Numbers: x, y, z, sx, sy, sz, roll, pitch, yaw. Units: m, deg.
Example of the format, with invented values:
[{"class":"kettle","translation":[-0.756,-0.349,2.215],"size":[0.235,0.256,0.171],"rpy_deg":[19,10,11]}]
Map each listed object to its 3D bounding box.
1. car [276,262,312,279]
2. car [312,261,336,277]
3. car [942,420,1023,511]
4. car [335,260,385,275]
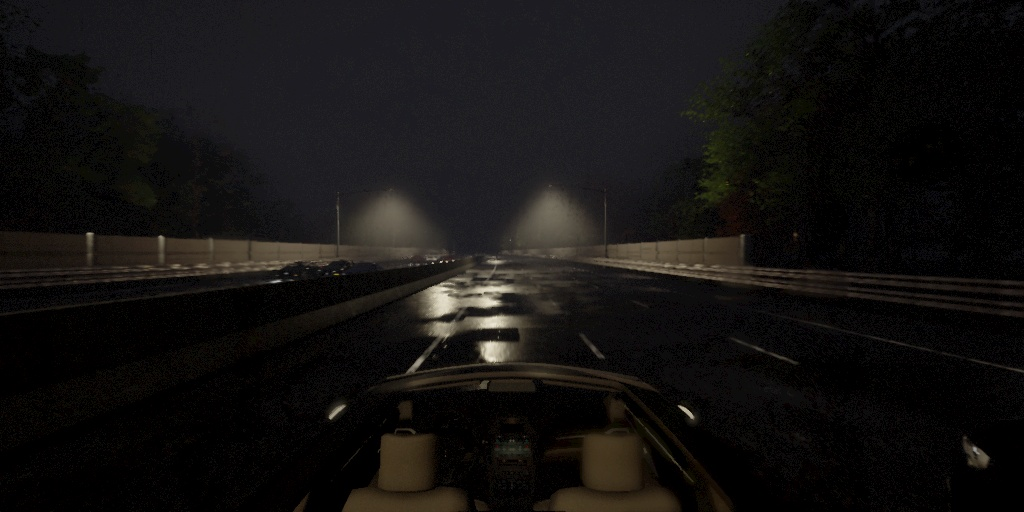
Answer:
[{"class":"car","translation":[-17.764,1.175,30.190],"size":[1.994,1.385,4.181],"rpy_deg":[0,1,-1]},{"class":"car","translation":[-14.263,1.114,29.975],"size":[1.837,1.490,4.892],"rpy_deg":[0,0,-1]},{"class":"car","translation":[3.591,1.232,0.146],"size":[2.128,1.511,4.902],"rpy_deg":[0,0,0]},{"class":"car","translation":[-10.728,1.169,26.233],"size":[1.812,1.442,4.674],"rpy_deg":[0,1,-1]}]
